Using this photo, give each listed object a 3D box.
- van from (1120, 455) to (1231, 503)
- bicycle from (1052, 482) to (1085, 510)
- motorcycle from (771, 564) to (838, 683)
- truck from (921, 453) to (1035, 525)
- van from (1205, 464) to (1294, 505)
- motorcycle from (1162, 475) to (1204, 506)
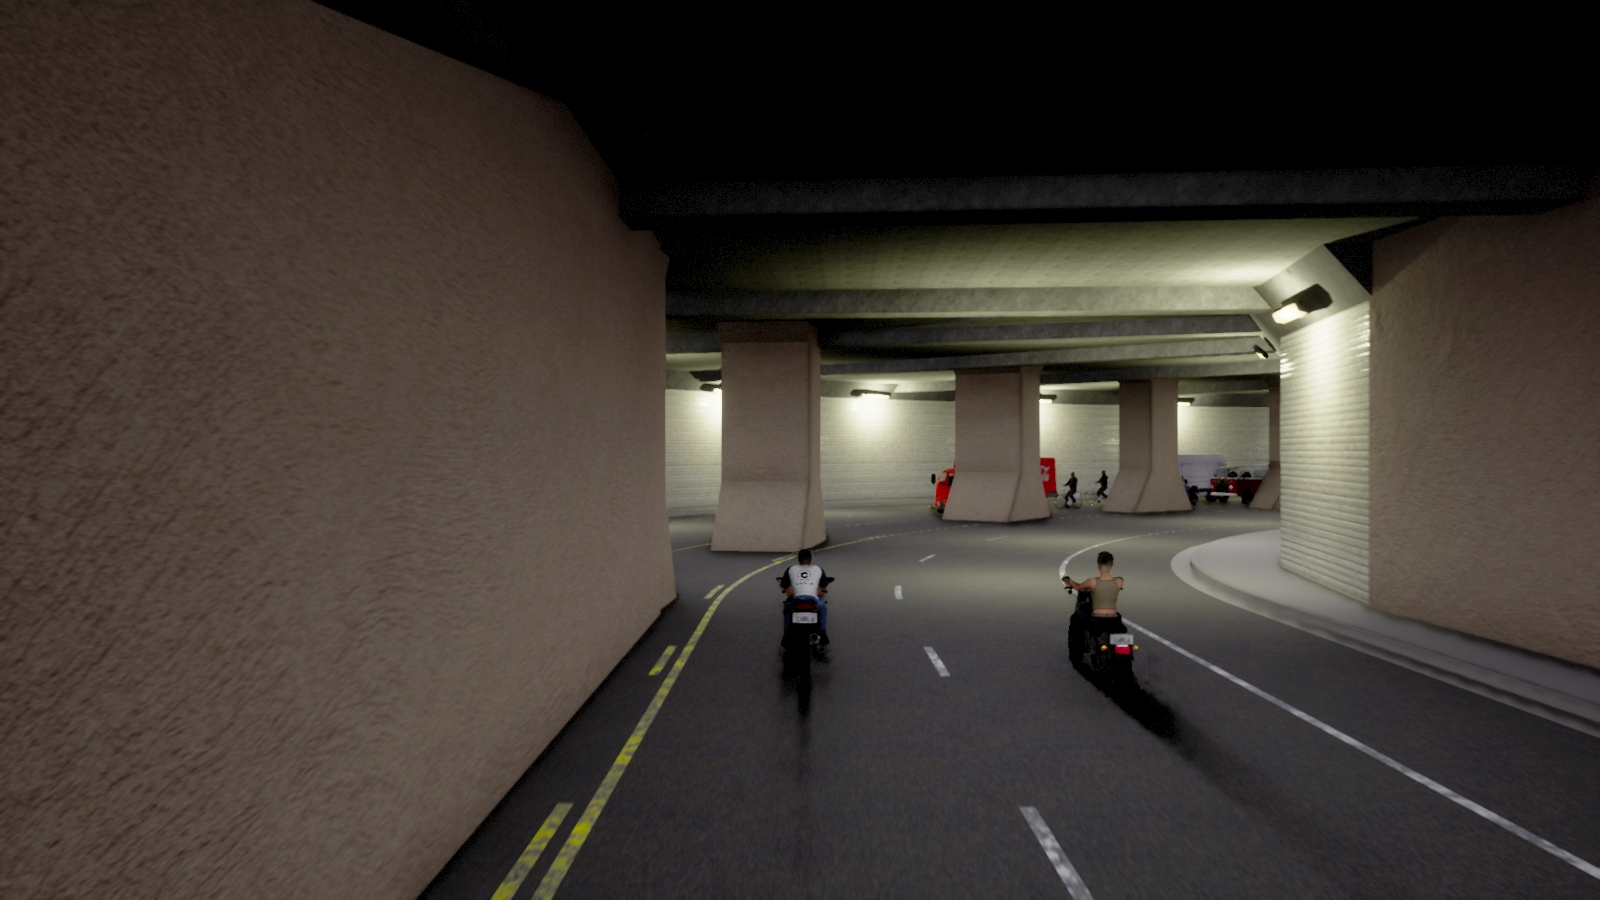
[{"bbox_3d":[20.502,1.543,62.341,5.915,2.561,1.988,0,0,-22],"label":"van"},{"bbox_3d":[12.795,2.177,54.355,1.835,1.251,0.329,0,0,-33],"label":"bicycle"},{"bbox_3d":[0.064,2.175,14.673,0.803,1.224,2.033,0,0,1],"label":"motorcycle"},{"bbox_3d":[8.051,1.673,51.381,2.627,2.467,5.204,8,9,39],"label":"truck"},{"bbox_3d":[23.936,1.791,60.863,4.480,2.038,2.069,0,0,-30],"label":"van"},{"bbox_3d":[19.466,2.041,58.109,2.033,1.505,0.803,0,0,-24],"label":"motorcycle"}]
